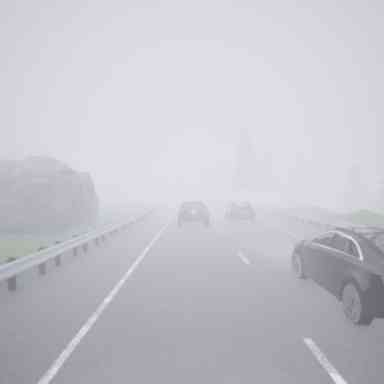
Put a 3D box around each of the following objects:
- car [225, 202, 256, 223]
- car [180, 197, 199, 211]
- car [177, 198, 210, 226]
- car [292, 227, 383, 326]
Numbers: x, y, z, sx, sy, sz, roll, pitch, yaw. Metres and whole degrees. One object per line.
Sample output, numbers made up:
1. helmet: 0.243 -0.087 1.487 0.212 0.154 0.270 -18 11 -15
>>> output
1. car: 3.595 1.474 25.320 2.128 1.511 4.902 0 0 0
2. car: -0.373 1.462 41.133 2.128 1.511 4.902 0 0 -3
3. car: 0.103 1.335 23.282 2.097 1.767 4.553 0 0 0
4. car: 3.602 1.487 7.033 2.128 1.511 4.902 0 0 0
